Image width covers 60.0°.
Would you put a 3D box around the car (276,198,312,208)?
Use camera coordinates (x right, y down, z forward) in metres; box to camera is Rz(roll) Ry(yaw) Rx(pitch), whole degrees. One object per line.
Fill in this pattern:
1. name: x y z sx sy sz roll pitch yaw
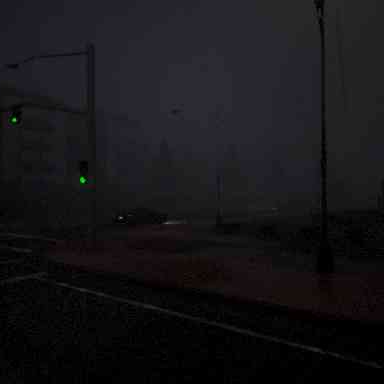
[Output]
1. car: 15.903 1.646 50.567 4.902 1.511 2.128 0 0 -21

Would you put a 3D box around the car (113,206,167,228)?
1. car: -3.631 1.693 23.816 1.994 1.385 4.181 -1 0 34

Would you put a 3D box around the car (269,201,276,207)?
1. car: 14.617 1.707 53.820 4.674 1.442 1.812 0 0 -21
